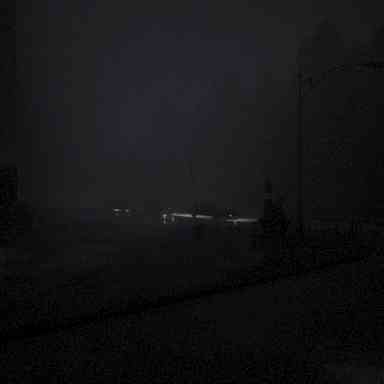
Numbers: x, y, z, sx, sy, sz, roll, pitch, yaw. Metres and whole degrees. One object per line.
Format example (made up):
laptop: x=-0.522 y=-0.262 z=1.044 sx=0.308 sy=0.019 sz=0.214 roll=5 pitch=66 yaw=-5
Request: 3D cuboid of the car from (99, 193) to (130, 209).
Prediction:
car: x=-10.687 y=1.212 z=46.515 sx=2.150 sy=2.045 sz=5.566 roll=0 pitch=1 yaw=-35

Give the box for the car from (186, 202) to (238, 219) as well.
car: x=1.595 y=1.547 z=29.322 sx=2.033 sy=1.411 sz=5.357 roll=0 pitch=0 yaw=-36

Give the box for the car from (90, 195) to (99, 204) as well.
car: x=-18.055 y=1.352 z=63.971 sx=2.097 sy=1.767 sz=4.553 roll=0 pitch=0 yaw=-35

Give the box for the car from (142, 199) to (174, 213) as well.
car: x=-3.806 y=1.491 z=36.868 sx=2.128 sy=1.511 sz=4.902 roll=0 pitch=0 yaw=-36
